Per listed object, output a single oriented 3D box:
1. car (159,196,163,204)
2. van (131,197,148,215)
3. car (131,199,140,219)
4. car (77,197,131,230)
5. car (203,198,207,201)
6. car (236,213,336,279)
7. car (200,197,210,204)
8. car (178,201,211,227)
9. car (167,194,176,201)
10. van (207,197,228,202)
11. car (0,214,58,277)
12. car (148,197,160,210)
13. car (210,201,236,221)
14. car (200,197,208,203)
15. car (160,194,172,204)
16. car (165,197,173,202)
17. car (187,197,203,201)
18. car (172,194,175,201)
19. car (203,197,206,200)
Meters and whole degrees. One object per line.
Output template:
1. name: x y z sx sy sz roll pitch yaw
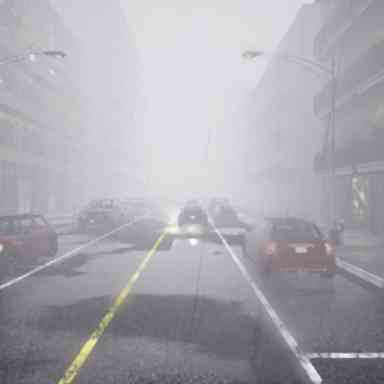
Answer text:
1. car: -5.754 1.698 49.942 1.802 1.307 4.206 0 0 0
2. van: -5.728 1.405 32.870 1.690 1.788 3.998 0 0 0
3. car: -5.722 1.575 27.012 1.752 1.417 4.829 0 0 0
4. car: -5.712 1.352 21.491 2.192 1.841 5.009 0 0 0
5. car: 2.642 1.623 38.570 1.887 1.381 4.507 0 0 0
6. car: 2.683 1.455 10.121 1.967 1.590 4.097 0 0 0
7. car: 2.603 1.758 67.021 1.802 1.307 4.206 0 0 0
8. car: 0.068 1.604 23.306 1.994 1.385 4.181 0 0 0
9. car: -5.818 1.623 95.462 2.192 1.841 5.009 0 0 0
10. van: 2.652 1.403 32.880 1.690 1.788 3.998 0 0 0
11. car: -5.697 1.456 10.112 1.967 1.590 4.097 0 0 0
12. car: -5.745 1.622 44.080 1.752 1.417 4.829 0 0 0
13. car: 2.658 1.630 27.191 1.802 1.307 4.206 0 0 0
14. car: 2.594 1.780 72.711 1.802 1.307 4.206 0 0 0
15. car: -5.777 1.492 67.012 2.192 1.841 5.009 0 0 0
16. car: -5.802 1.832 84.081 1.802 1.307 4.206 0 0 0
17. car: 0.045 1.566 41.801 1.882 1.535 5.008 0 0 0
18. car: -5.794 1.789 78.392 1.947 1.339 4.313 0 0 0
19. car: 2.618 1.717 55.640 1.802 1.307 4.206 0 0 0
